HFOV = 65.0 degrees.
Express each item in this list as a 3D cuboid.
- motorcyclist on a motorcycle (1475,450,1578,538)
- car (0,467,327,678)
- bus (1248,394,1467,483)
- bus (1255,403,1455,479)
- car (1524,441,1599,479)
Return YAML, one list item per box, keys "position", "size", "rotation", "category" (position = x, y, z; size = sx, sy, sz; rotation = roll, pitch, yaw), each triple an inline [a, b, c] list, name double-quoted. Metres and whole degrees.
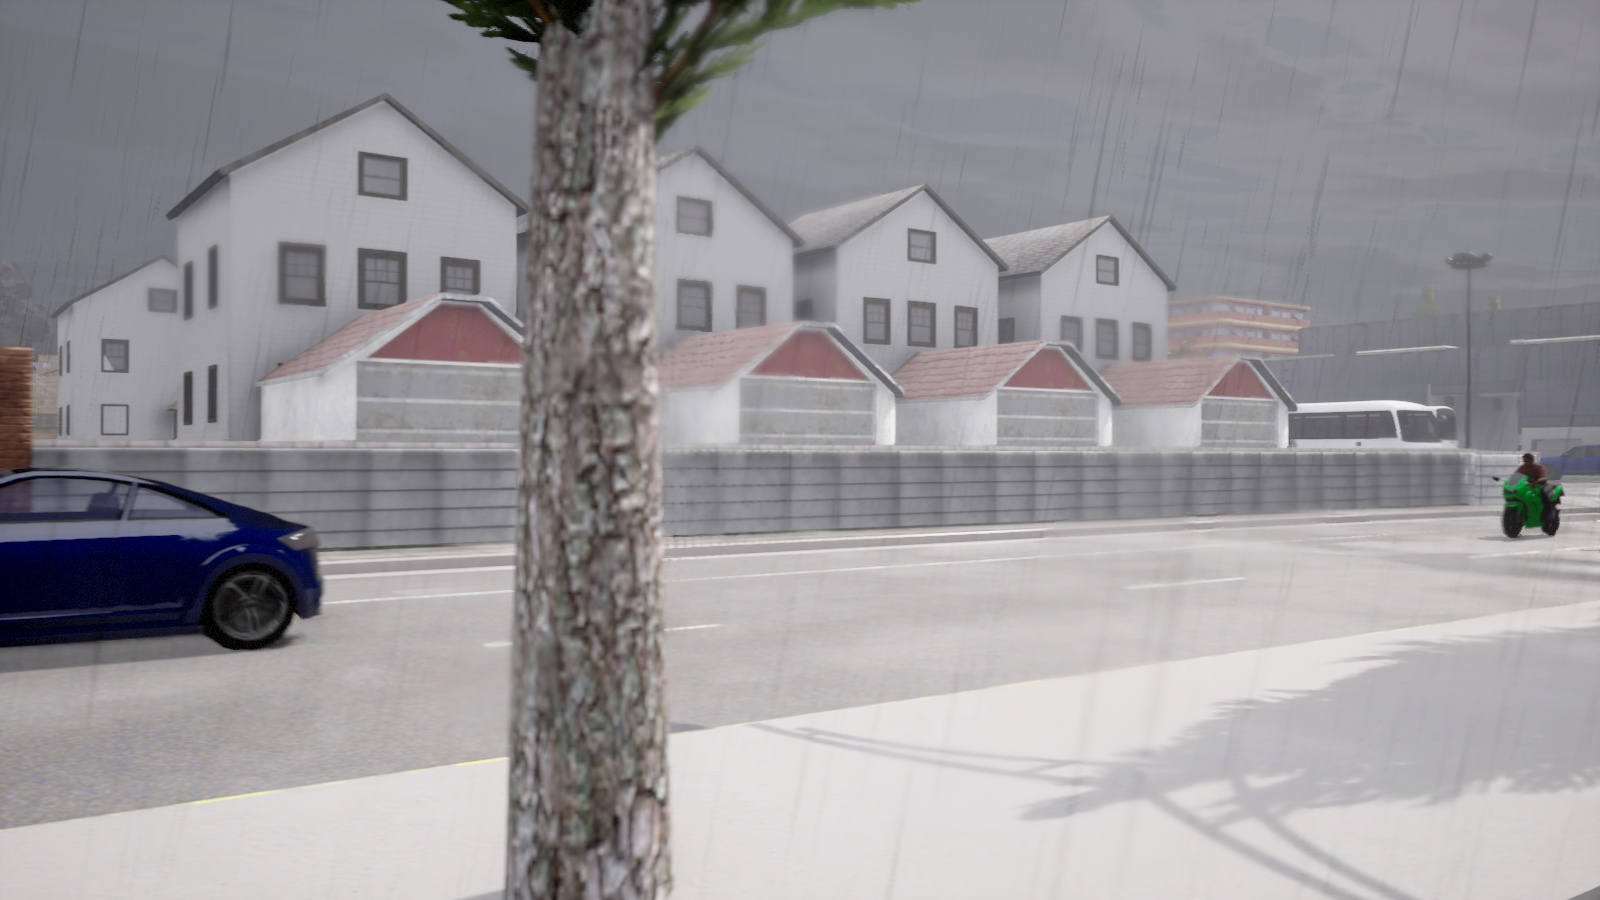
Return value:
- position: [13.020, 0.756, 22.484]
  size: [2.044, 1.523, 0.797]
  rotation: [0, 0, -35]
  category: "motorcyclist on a motorcycle"
- position: [-5.924, 0.844, 9.282]
  size: [4.181, 1.385, 1.994]
  rotation: [0, 0, -35]
  category: "car"
- position: [28.904, -0.527, 65.868]
  size: [3.944, 4.253, 10.273]
  rotation: [0, 0, -28]
  category: "bus"
- position: [33.117, -0.511, 75.414]
  size: [3.944, 4.253, 10.273]
  rotation: [0, 0, -41]
  category: "bus"
- position: [43.445, 0.548, 69.455]
  size: [5.566, 2.045, 2.150]
  rotation: [0, 0, 40]
  category: "car"
